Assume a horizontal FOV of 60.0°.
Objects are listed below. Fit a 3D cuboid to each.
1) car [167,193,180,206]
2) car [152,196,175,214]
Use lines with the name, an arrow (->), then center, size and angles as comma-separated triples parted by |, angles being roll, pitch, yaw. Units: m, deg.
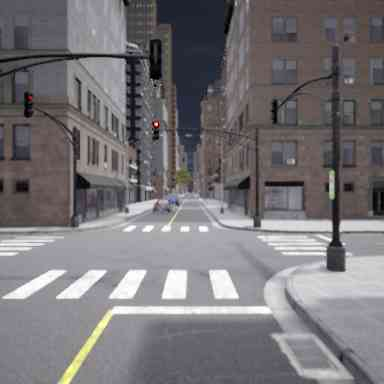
car -> -3.210, 1.232, 54.182 | 2.150, 2.045, 5.566 | 0, 0, 0
car -> -3.193, 1.531, 36.228 | 1.812, 1.442, 4.674 | 0, 0, 0
